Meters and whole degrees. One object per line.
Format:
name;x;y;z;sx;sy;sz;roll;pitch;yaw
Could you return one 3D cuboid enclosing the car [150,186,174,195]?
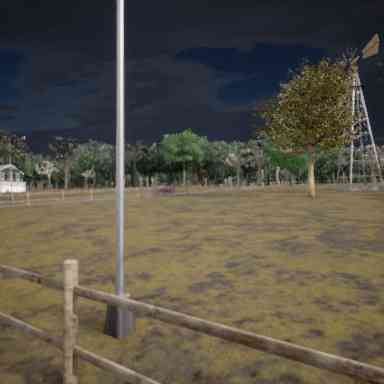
car;-5.120;-0.292;56.793;1.882;1.535;5.008;-2;1;36
